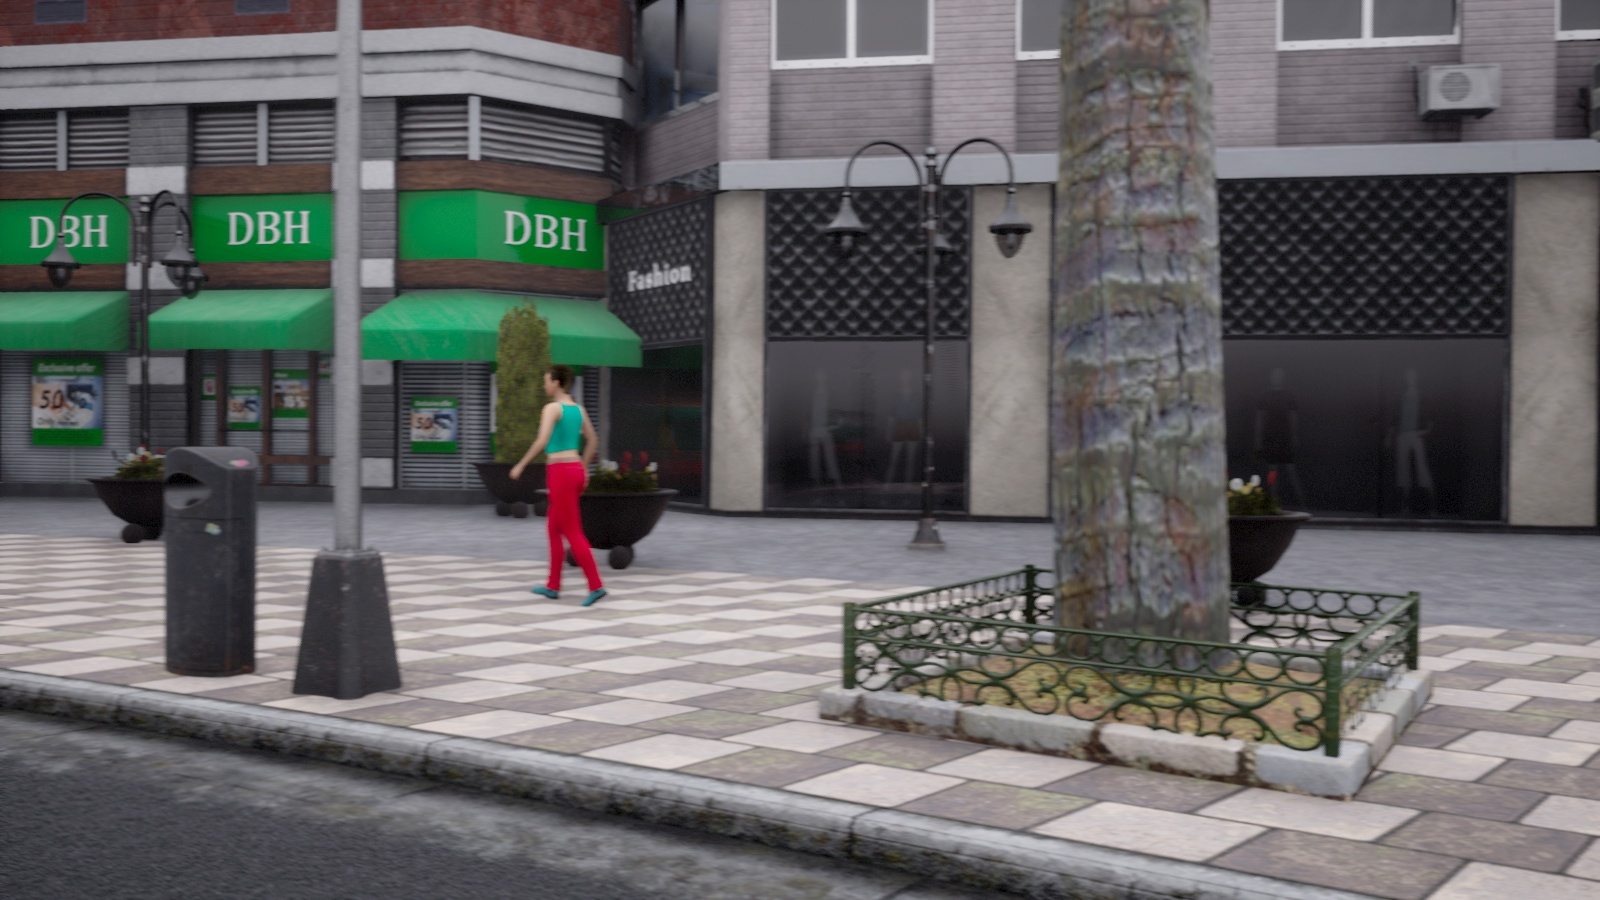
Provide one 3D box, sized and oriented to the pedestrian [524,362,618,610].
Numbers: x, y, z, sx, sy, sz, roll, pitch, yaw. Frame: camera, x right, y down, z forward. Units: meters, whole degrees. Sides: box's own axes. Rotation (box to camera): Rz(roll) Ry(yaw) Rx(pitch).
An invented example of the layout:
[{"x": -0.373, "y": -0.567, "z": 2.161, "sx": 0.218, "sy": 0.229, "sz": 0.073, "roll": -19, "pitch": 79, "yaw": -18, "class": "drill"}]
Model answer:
[{"x": -1.743, "y": 0.267, "z": 9.565, "sx": 0.594, "sy": 1.836, "sz": 0.345, "roll": 0, "pitch": 1, "yaw": 20, "class": "pedestrian"}]
